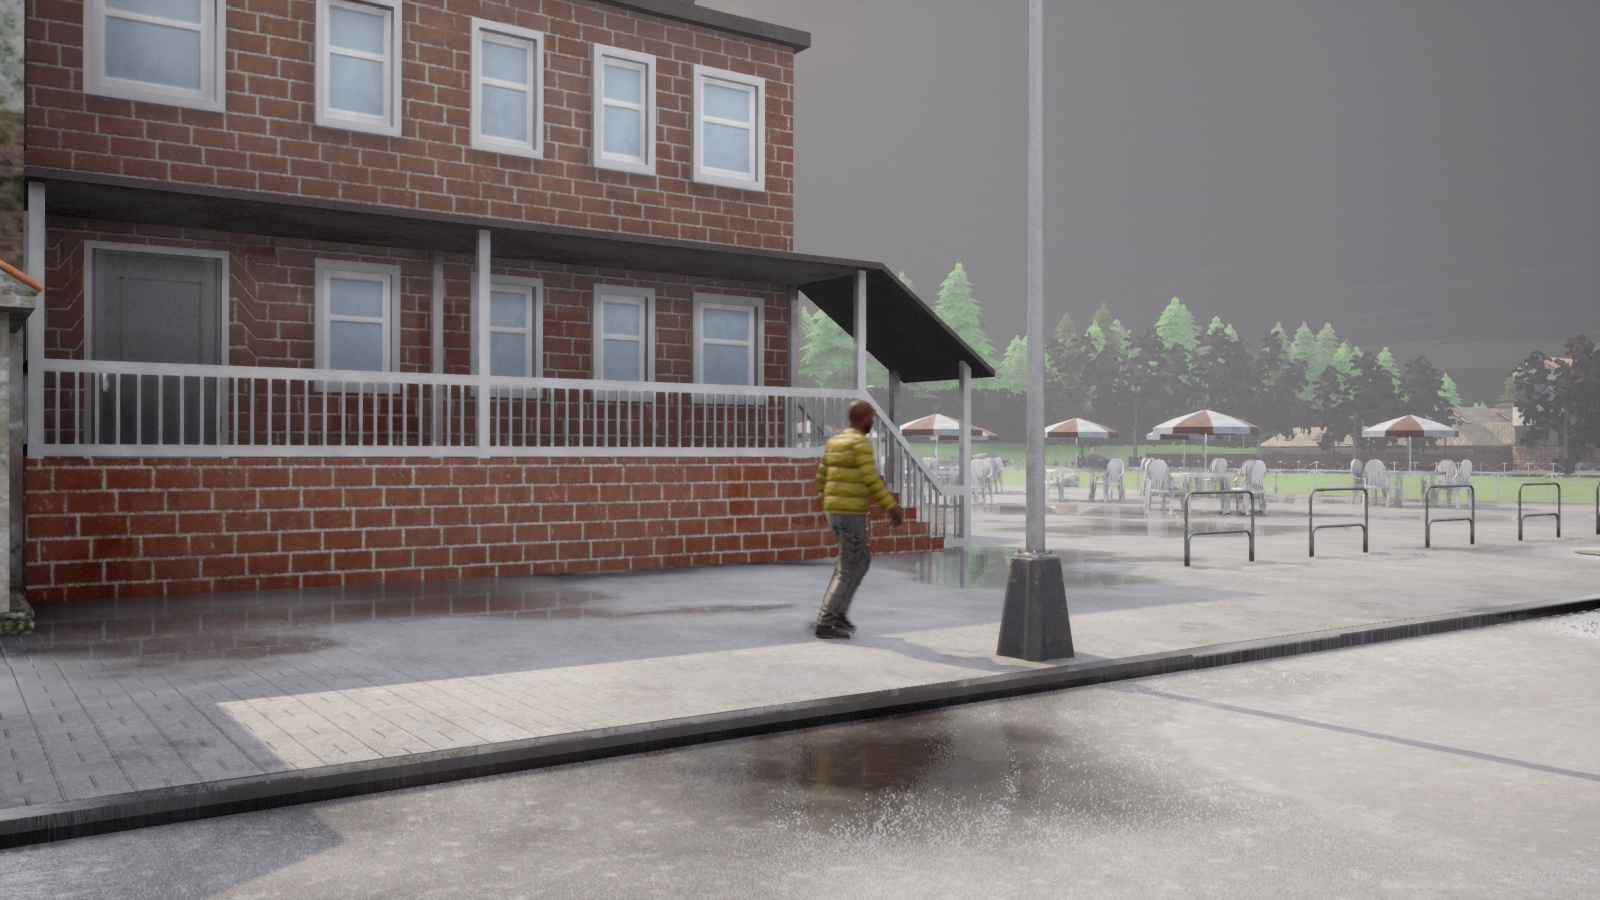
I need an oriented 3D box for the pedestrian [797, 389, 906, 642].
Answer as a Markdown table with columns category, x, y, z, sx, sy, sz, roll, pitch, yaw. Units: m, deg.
| category | x | y | z | sx | sy | sz | roll | pitch | yaw |
| --- | --- | --- | --- | --- | --- | --- | --- | --- | --- |
| pedestrian | 0.387 | 0.477 | 9.451 | 0.726 | 1.835 | 0.370 | 0 | 0 | -29 |
